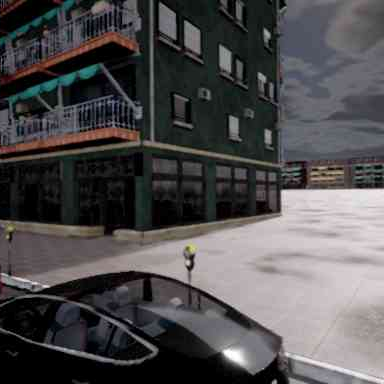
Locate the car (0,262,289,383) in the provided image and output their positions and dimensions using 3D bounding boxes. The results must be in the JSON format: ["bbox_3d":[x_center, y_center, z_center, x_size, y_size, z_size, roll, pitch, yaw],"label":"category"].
[{"bbox_3d":[-1.125,1.587,3.677,4.313,1.339,1.947,0,0,35],"label":"car"}]
